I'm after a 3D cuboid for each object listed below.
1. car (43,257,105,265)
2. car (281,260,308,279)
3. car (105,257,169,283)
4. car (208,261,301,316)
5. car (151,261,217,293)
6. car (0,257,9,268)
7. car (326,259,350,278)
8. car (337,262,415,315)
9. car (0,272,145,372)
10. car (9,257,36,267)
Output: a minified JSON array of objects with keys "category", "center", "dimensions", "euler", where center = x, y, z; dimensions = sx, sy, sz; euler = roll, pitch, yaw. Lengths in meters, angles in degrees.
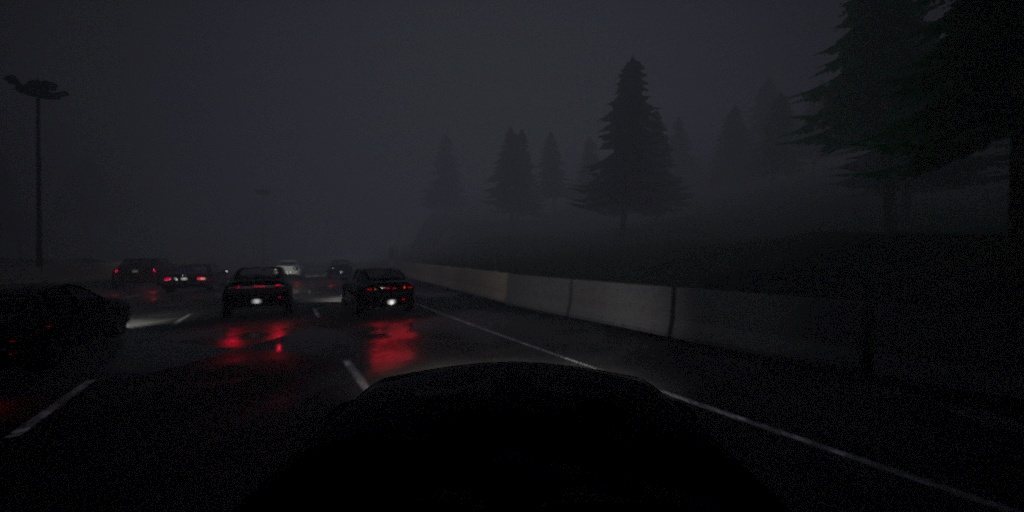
[{"category":"car","center":[-38.276,0.863,31.640],"dimensions":[1.882,1.535,5.008],"euler":[0,1,-22]},{"category":"car","center":[-17.014,1.003,27.517],"dimensions":[1.812,1.442,4.674],"euler":[0,1,-26]},{"category":"car","center":[-22.020,0.865,21.923],"dimensions":[2.097,1.767,4.553],"euler":[0,0,-27]},{"category":"car","center":[-8.944,1.121,12.869],"dimensions":[2.128,1.511,4.902],"euler":[0,1,-31]},{"category":"car","center":[-16.632,1.101,19.115],"dimensions":[2.033,1.411,5.357],"euler":[0,1,-28]},{"category":"car","center":[-13.654,0.890,7.146],"dimensions":[2.150,2.045,5.566],"euler":[0,1,-32]},{"category":"car","center":[-14.043,0.995,29.410],"dimensions":[1.812,1.442,4.674],"euler":[0,1,-26]},{"category":"car","center":[-4.973,1.142,13.071],"dimensions":[1.837,1.490,4.892],"euler":[0,1,-32]},{"category":"car","center":[-9.285,1.229,6.768],"dimensions":[2.033,1.411,5.357],"euler":[0,1,-32]},{"category":"car","center":[-41.662,0.888,30.666],"dimensions":[1.837,1.490,4.892],"euler":[0,1,-22]}]
